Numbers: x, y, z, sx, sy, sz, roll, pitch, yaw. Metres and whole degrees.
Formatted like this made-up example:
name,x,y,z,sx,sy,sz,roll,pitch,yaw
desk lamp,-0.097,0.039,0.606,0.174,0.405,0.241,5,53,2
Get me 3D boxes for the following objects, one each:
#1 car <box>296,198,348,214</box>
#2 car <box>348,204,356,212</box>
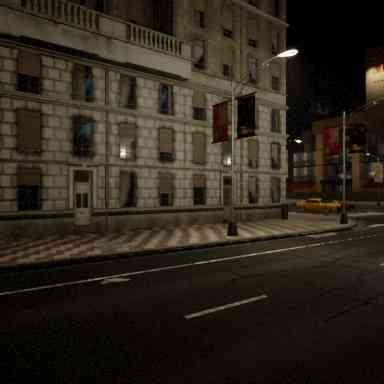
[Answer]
name,x,y,z,sx,sy,sz,roll,pitch,yaw
car,13.794,1.478,36.223,1.882,1.535,5.008,0,0,-36
car,16.388,1.601,38.638,1.895,1.301,4.718,0,0,-36
